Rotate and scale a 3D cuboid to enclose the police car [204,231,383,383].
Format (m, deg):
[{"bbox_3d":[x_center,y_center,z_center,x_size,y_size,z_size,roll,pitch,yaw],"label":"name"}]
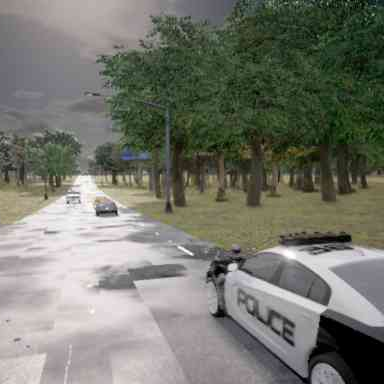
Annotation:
[{"bbox_3d":[1.679,1.396,4.812,1.930,1.638,5.238,-1,0,-18],"label":"police car"}]

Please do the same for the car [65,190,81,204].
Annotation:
[{"bbox_3d":[-19.200,0.756,53.969,2.150,2.045,5.566,-1,1,-18],"label":"car"}]

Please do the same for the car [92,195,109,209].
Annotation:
[{"bbox_3d":[-11.565,1.195,41.890,1.882,1.535,5.008,-1,1,-17],"label":"car"}]

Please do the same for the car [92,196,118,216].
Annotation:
[{"bbox_3d":[-8.154,1.426,31.458,1.994,1.385,4.181,-1,1,-18],"label":"car"}]
